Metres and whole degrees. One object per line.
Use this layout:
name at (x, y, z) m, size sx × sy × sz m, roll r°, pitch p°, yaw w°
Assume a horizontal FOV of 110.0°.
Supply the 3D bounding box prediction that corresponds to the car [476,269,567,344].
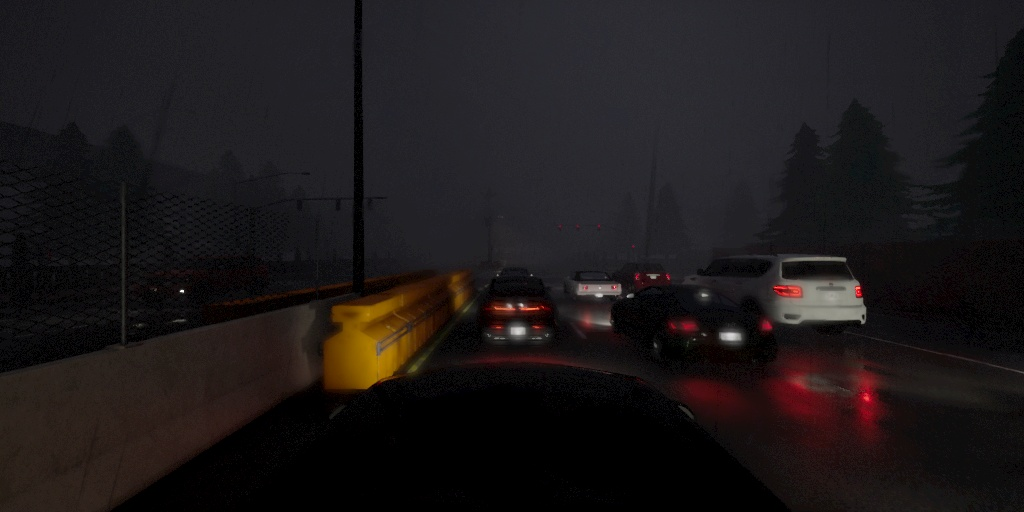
car at (0.122, 1.255, 9.601) m, size 1.837 × 1.490 × 4.892 m, roll 0°, pitch 0°, yaw 0°

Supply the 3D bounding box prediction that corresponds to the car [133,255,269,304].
car at (-13.959, 0.956, 16.681) m, size 2.150 × 2.045 × 5.566 m, roll 0°, pitch 0°, yaw 0°

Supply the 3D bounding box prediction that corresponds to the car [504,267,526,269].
car at (0.147, 1.297, 19.118) m, size 2.033 × 1.411 × 5.357 m, roll 0°, pitch 0°, yaw 0°

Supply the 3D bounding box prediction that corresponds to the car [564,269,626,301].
car at (3.643, 1.351, 17.152) m, size 1.895 × 1.301 × 4.718 m, roll 0°, pitch 0°, yaw 0°

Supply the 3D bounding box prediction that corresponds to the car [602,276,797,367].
car at (3.626, 1.314, 7.970) m, size 1.994 × 1.385 × 4.181 m, roll 0°, pitch 0°, yaw -1°

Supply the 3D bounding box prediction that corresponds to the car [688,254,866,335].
car at (7.126, 0.971, 10.669) m, size 2.150 × 2.045 × 5.566 m, roll 0°, pitch 0°, yaw 0°

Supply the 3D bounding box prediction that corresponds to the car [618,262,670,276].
car at (7.152, 1.102, 20.255) m, size 2.097 × 1.767 × 4.553 m, roll 0°, pitch 0°, yaw 0°
